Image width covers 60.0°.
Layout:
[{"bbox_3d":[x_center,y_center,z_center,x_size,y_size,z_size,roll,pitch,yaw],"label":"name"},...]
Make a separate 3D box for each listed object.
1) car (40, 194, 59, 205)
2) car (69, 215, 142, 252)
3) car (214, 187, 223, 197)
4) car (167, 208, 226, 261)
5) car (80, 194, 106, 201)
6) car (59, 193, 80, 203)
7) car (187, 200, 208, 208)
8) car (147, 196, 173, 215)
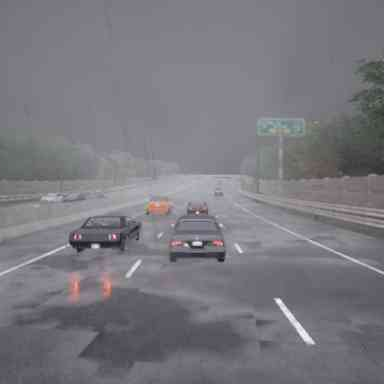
[{"bbox_3d":[-20.051,1.002,47.894,1.812,1.442,4.674,0,1,3],"label":"car"},{"bbox_3d":[-3.299,1.573,13.701,1.895,1.301,4.718,0,0,1],"label":"car"},{"bbox_3d":[5.847,0.260,72.984,1.882,1.535,5.008,0,2,4],"label":"car"},{"bbox_3d":[0.180,1.529,12.156,2.033,1.411,5.357,0,0,1],"label":"car"},{"bbox_3d":[-13.161,1.040,45.407,1.837,1.490,4.892,0,1,2],"label":"car"},{"bbox_3d":[-16.585,0.969,47.274,1.882,1.535,5.008,0,1,3],"label":"car"},{"bbox_3d":[0.536,1.412,30.596,1.895,1.301,4.718,0,1,2],"label":"car"},{"bbox_3d":[-2.938,1.150,31.401,2.097,1.767,4.553,0,1,2],"label":"car"}]
